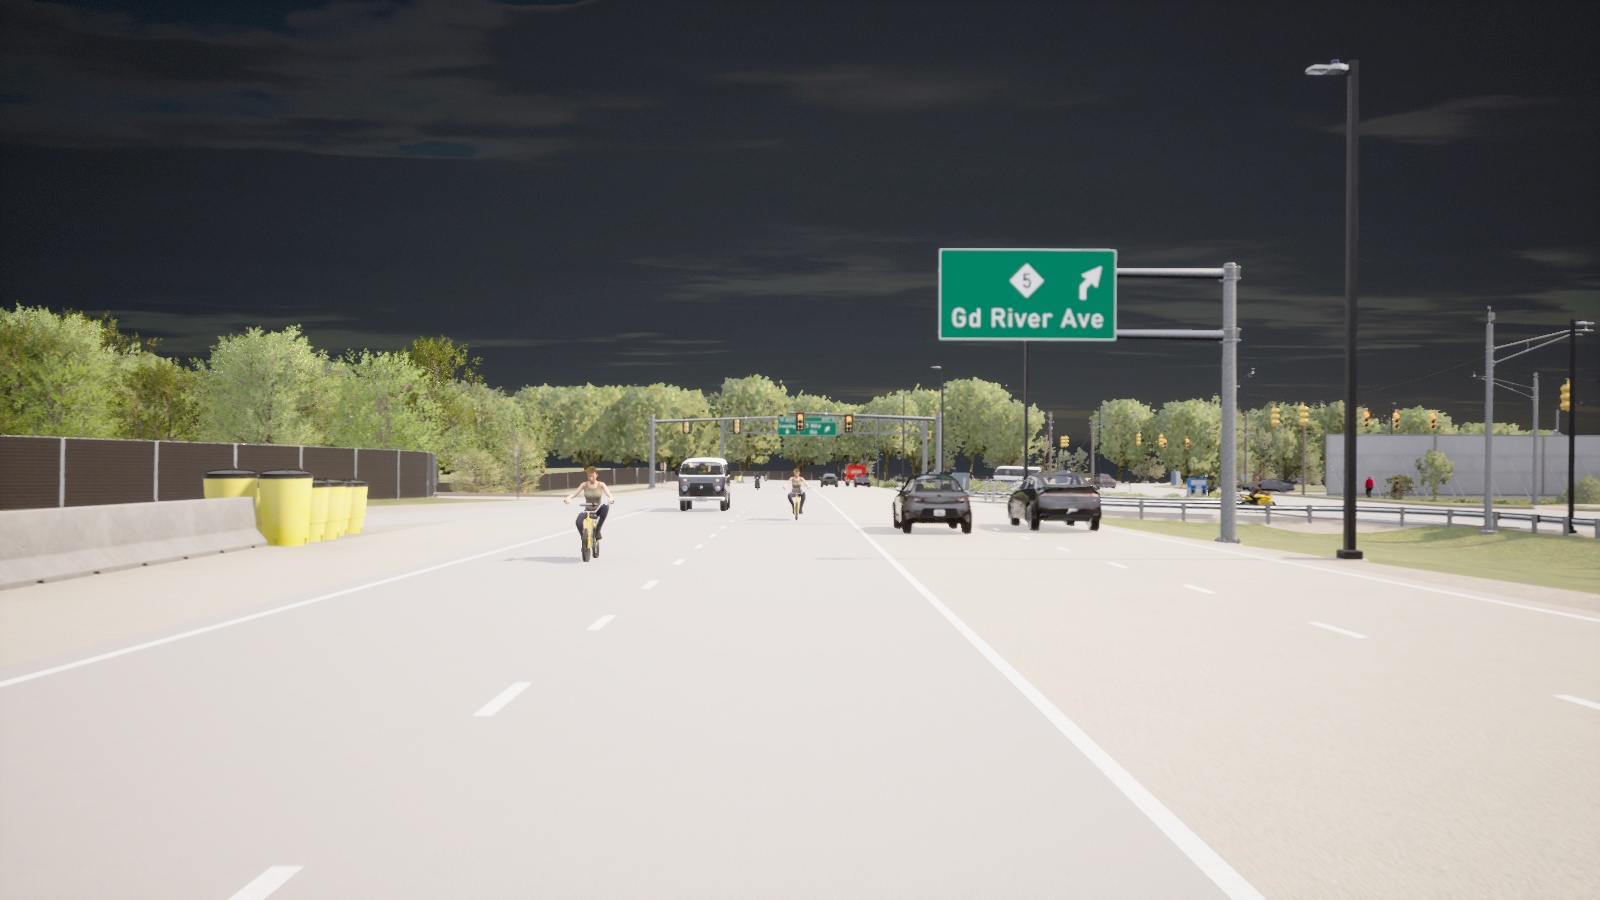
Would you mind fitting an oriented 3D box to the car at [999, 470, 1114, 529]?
[{"bbox_3d":[6.920,1.296,34.415,2.128,1.511,4.902,0,-1,0],"label":"car"}]

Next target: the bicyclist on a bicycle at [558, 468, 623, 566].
[{"bbox_3d":[-3.550,1.112,21.378,0.866,1.612,1.509,0,-1,0],"label":"bicyclist on a bicycle"}]

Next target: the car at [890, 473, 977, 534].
[{"bbox_3d":[3.424,1.344,32.886,1.816,1.474,4.193,0,-1,0],"label":"car"}]

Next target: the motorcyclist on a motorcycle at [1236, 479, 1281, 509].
[{"bbox_3d":[24.235,2.336,66.421,2.044,1.523,0.797,-2,0,-3],"label":"motorcyclist on a motorcycle"}]

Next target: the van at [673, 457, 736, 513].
[{"bbox_3d":[-3.608,1.327,48.079,2.069,2.038,4.480,0,-1,0],"label":"van"}]
